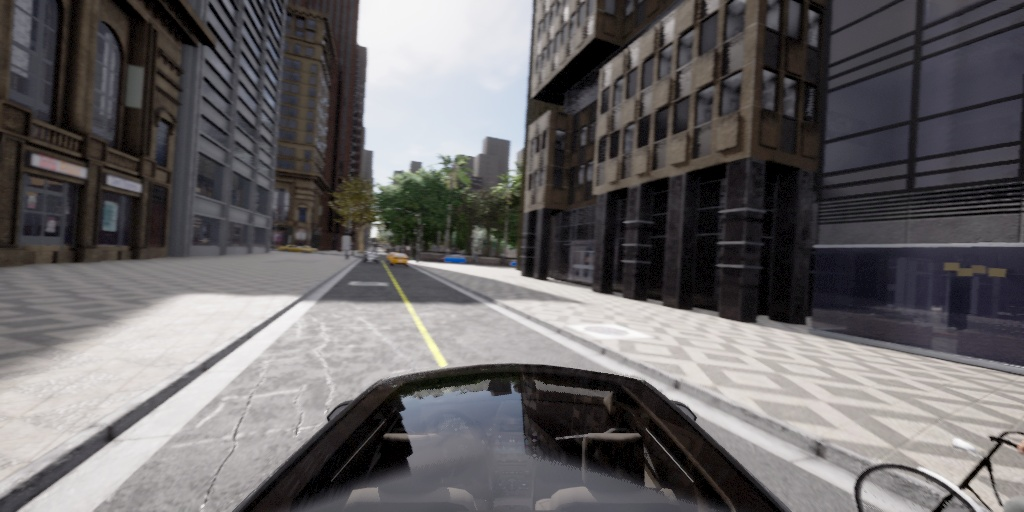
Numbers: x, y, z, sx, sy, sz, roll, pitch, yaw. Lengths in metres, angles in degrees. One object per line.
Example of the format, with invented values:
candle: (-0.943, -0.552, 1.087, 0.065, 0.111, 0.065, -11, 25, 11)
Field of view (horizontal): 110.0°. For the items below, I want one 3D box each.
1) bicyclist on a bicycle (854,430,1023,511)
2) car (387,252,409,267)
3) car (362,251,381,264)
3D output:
bicyclist on a bicycle: (3.009, 1.315, 1.934, 0.659, 1.776, 1.843, 4, 0, -21)
car: (-13.619, 0.397, 43.309, 1.882, 1.535, 5.008, 4, 0, -21)
car: (-17.642, 0.155, 44.986, 2.128, 1.511, 4.902, 4, 0, -21)
